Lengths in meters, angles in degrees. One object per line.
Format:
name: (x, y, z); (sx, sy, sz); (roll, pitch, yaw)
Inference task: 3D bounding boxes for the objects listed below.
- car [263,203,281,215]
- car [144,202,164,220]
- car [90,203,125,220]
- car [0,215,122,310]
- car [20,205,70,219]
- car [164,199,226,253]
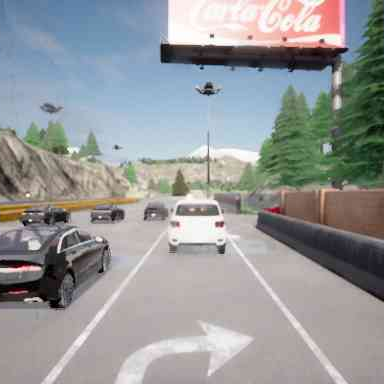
car: (8.414, 1.636, 27.802); (5.008, 1.535, 1.882); (0, -1, 1)
car: (-3.164, 1.681, 29.975); (1.837, 1.490, 4.892); (0, 0, 0)
car: (-6.691, 1.645, 26.728); (2.128, 1.511, 4.902); (0, 0, 0)
car: (-3.338, 1.537, 7.916); (2.128, 1.511, 4.902); (0, 0, 0)
car: (-10.217, 1.624, 23.541); (2.128, 1.511, 4.902); (0, 0, 0)
car: (0.213, 1.308, 14.291); (2.150, 2.045, 5.566); (0, 0, 0)
